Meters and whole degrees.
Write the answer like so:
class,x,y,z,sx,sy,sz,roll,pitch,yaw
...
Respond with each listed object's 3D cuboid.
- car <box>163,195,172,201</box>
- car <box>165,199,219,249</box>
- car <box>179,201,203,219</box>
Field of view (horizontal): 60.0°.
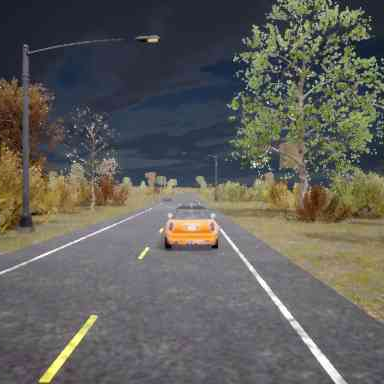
class,x,y,z,sx,sy,sz,roll,pitch,yaw
car,-5.673,1.492,77.231,1.994,1.385,4.181,0,0,-8
car,-0.016,1.364,14.625,2.097,1.767,4.553,0,0,0
car,-0.078,1.571,29.659,1.994,1.385,4.181,0,0,0
